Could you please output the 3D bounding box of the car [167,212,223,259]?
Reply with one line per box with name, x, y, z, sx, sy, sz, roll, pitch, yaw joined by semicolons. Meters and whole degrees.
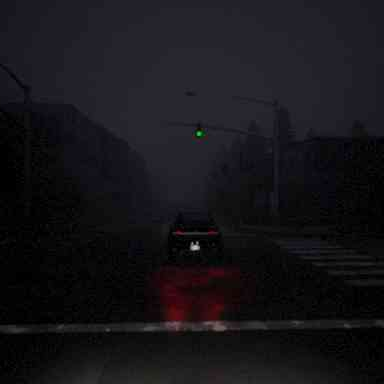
car;0.100;1.505;12.711;2.128;1.511;4.902;0;0;0
